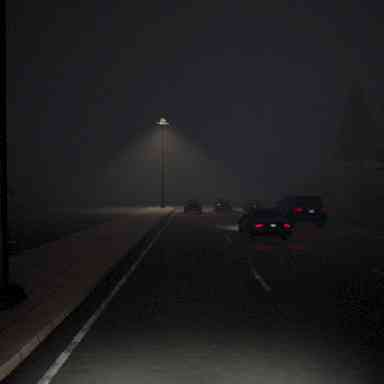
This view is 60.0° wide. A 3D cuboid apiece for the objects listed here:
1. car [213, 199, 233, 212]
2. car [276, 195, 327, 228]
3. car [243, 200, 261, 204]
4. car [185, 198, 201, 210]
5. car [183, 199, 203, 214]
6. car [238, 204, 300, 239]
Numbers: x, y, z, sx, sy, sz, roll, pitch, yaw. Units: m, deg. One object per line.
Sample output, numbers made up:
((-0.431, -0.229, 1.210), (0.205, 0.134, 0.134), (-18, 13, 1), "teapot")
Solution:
((3.600, 1.526, 39.148), (1.812, 1.442, 4.674), (0, 0, 0), "car")
((7.100, 1.223, 22.387), (2.150, 2.045, 5.566), (0, 0, 0), "car")
((7.095, 1.564, 39.192), (1.994, 1.385, 4.181), (0, 0, 1), "car")
((0.097, 1.564, 44.432), (1.994, 1.385, 4.181), (0, 0, 0), "car")
((0.094, 1.526, 35.677), (1.812, 1.442, 4.674), (0, 0, 0), "car")
((3.601, 1.547, 17.230), (2.033, 1.411, 5.357), (0, 0, 0), "car")
